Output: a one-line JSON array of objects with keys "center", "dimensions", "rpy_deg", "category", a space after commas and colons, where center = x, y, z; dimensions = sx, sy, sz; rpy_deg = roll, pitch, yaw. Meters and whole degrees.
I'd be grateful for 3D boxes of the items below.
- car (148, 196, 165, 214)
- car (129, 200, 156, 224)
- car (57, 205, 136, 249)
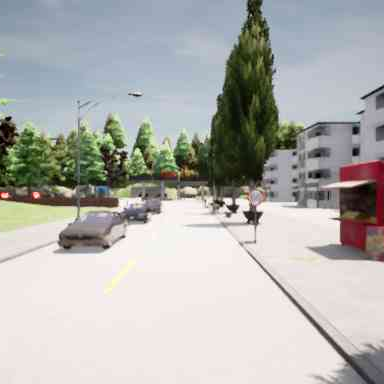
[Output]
[{"center": [-4.042, 1.495, 34.708], "dimensions": [1.837, 1.490, 4.892], "rpy_deg": [0, 0, 1], "category": "car"}, {"center": [-4.087, 1.557, 24.716], "dimensions": [1.994, 1.385, 4.181], "rpy_deg": [0, 0, 0], "category": "car"}, {"center": [-4.101, 1.543, 14.778], "dimensions": [2.033, 1.411, 5.357], "rpy_deg": [0, 0, 0], "category": "car"}]
